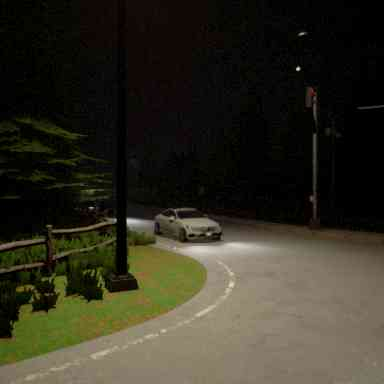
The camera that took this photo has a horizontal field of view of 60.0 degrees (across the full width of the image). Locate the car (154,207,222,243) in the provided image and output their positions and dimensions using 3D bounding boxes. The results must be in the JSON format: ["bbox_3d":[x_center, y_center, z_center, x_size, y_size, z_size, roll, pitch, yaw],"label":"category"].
[{"bbox_3d":[-0.380,1.499,16.137,1.812,1.442,4.674,0,0,-28],"label":"car"}]

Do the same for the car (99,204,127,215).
[{"bbox_3d":[-7.283,1.462,30.342,2.128,1.511,4.902,0,0,-24],"label":"car"}]
